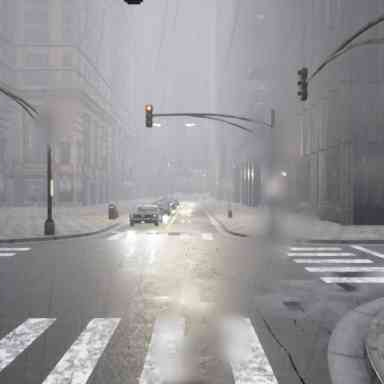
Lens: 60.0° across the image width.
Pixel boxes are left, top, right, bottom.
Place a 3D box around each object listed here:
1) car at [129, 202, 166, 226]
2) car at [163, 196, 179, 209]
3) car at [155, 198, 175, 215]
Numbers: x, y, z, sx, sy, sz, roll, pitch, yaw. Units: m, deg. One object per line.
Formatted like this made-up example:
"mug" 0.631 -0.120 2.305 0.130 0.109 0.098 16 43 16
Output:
"car" -3.109 1.599 23.282 1.895 1.301 4.718 0 0 0
"car" -3.113 1.351 43.226 2.097 1.767 4.553 0 0 0
"car" -3.106 1.562 33.224 1.994 1.385 4.181 0 0 0
